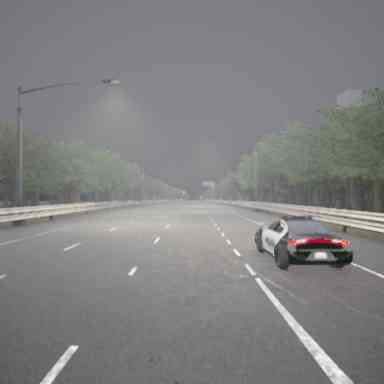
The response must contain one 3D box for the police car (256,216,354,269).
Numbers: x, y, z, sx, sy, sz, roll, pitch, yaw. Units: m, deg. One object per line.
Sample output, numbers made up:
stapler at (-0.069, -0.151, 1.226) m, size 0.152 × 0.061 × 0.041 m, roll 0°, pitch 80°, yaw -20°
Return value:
police car at (3.556, 1.609, 11.654) m, size 2.038 × 1.542 × 4.974 m, roll 0°, pitch 0°, yaw -1°
